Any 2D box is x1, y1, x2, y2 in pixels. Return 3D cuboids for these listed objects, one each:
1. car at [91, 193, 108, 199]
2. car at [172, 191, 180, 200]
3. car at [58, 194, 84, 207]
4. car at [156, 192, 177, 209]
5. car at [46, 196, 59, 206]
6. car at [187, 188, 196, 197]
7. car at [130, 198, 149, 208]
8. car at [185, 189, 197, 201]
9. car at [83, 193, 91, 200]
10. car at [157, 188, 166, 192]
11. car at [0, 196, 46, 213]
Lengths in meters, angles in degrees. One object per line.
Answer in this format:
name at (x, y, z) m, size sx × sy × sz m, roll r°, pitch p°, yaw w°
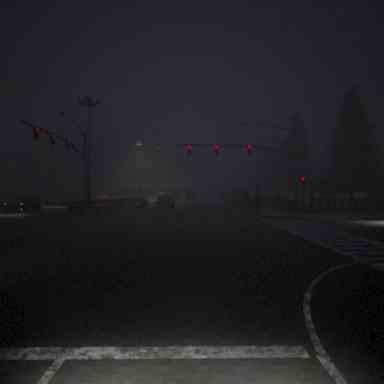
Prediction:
car at (-17.616, 1.039, 64.654) m, size 1.812 × 1.442 × 4.674 m, roll 0°, pitch 3°, yaw 0°
car at (-3.617, 0.626, 68.770) m, size 2.097 × 1.767 × 4.553 m, roll 0°, pitch 4°, yaw 0°
car at (-17.610, 1.376, 49.379) m, size 1.812 × 1.442 × 4.674 m, roll 0°, pitch 0°, yaw 1°
car at (-3.409, 1.220, 43.158) m, size 2.097 × 1.767 × 4.553 m, roll 0°, pitch 0°, yaw 0°
car at (-21.108, 1.370, 51.198) m, size 1.812 × 1.442 × 4.674 m, roll 0°, pitch 0°, yaw 0°
car at (-0.178, 0.059, 77.833) m, size 2.033 × 1.411 × 5.357 m, roll 0°, pitch 7°, yaw 0°
car at (-6.912, 1.429, 44.142) m, size 1.994 × 1.385 × 4.181 m, roll 0°, pitch 0°, yaw 0°
car at (-0.118, 0.583, 67.410) m, size 2.150 × 2.045 × 5.566 m, roll 0°, pitch 4°, yaw 0°
car at (-21.114, 0.940, 66.656) m, size 2.033 × 1.411 × 5.357 m, roll 0°, pitch 2°, yaw 0°
car at (-7.184, -0.124, 78.937) m, size 1.882 × 1.535 × 5.008 m, roll 0°, pitch 7°, yaw 0°
car at (-17.603, 1.245, 34.804) m, size 2.097 × 1.767 × 4.553 m, roll 0°, pitch 0°, yaw 0°
